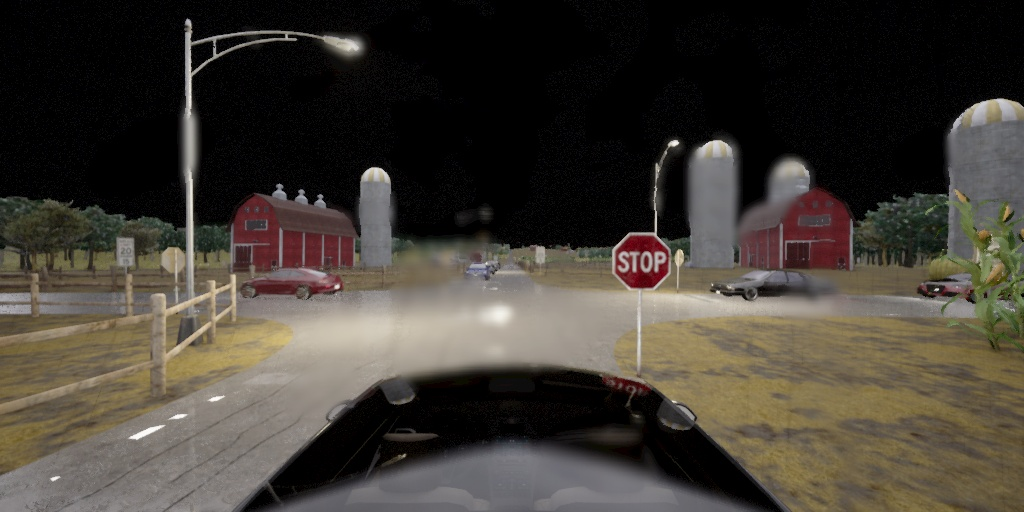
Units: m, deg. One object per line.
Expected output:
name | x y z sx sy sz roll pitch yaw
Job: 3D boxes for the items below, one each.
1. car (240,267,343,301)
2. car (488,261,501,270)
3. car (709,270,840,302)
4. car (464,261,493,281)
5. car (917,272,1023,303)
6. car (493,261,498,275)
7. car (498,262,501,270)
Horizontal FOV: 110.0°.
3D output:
car | -10.434 1.259 17.102 4.674 1.442 1.812 0 0 10
car | -2.905 1.575 60.262 1.994 1.385 4.181 0 -1 1
car | 12.540 1.370 17.265 5.357 1.411 2.033 0 1 -2
car | -2.917 1.345 31.544 1.812 1.442 4.674 0 0 0
car | 22.422 1.479 17.292 4.181 1.385 1.994 1 1 0
car | -2.934 1.418 40.570 1.994 1.385 4.181 0 0 0
car | -2.946 1.419 50.273 1.837 1.490 4.892 0 0 0
